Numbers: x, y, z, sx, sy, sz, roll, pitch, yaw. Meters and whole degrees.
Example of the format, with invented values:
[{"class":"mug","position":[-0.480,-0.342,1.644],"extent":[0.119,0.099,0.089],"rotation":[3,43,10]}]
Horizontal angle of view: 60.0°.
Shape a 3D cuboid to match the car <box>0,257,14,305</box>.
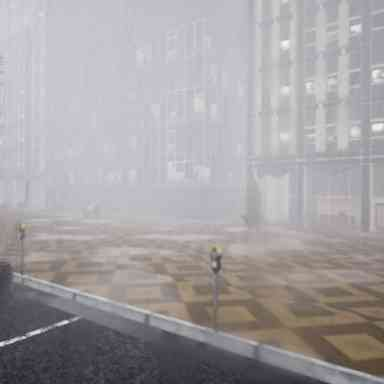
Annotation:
[{"class":"car","position":[-5.237,1.521,6.614],"extent":[4.313,1.339,1.947],"rotation":[0,0,36]}]
